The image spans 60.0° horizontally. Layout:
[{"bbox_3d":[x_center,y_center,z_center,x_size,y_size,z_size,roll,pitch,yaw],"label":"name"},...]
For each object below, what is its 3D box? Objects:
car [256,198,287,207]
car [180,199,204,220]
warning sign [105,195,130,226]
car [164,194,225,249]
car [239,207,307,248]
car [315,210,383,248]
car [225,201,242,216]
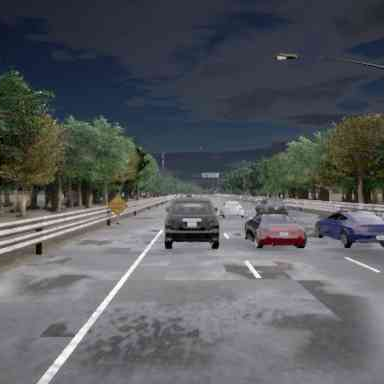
[{"bbox_3d":[7.000,1.366,29.621,2.097,1.767,4.553,0,0,0],"label":"car"},{"bbox_3d":[0.000,1.485,29.651,1.882,1.535,5.008,0,0,0],"label":"car"},{"bbox_3d":[-4.548,1.114,20.435,1.300,1.860,1.060,0,0,0],"label":"warning sign"},{"bbox_3d":[0.000,1.257,14.680,2.150,2.045,5.566,0,0,0],"label":"car"},{"bbox_3d":[3.500,1.572,14.651,1.994,1.385,4.181,0,0,0],"label":"car"},{"bbox_3d":[7.000,1.532,14.651,1.812,1.442,4.674,0,0,0],"label":"car"},{"bbox_3d":[3.500,1.533,29.651,1.812,1.442,4.674,0,0,0],"label":"car"}]
